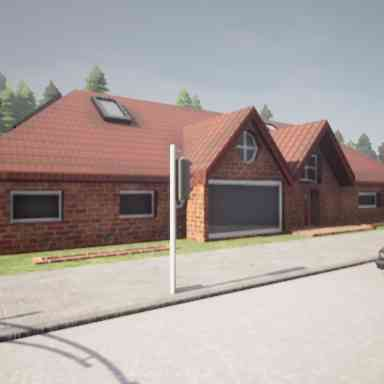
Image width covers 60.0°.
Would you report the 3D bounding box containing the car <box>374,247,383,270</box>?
[{"bbox_3d":[7.407,1.524,9.355,5.357,1.411,2.033,0,0,-33],"label":"car"}]
